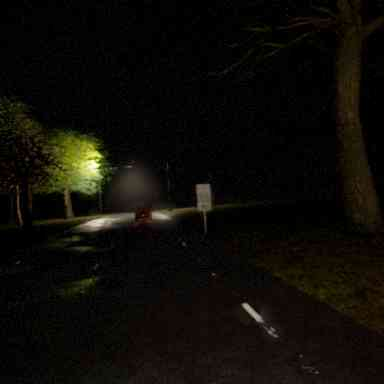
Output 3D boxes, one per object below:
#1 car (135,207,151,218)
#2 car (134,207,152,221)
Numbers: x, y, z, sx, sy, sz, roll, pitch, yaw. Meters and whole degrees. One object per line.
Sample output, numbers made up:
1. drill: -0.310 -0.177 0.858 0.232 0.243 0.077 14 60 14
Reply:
1. car: -7.159 2.909 48.401 2.033 1.411 5.357 -3 -2 -9
2. car: -5.633 2.470 38.595 1.882 1.535 5.008 -3 -1 -8
